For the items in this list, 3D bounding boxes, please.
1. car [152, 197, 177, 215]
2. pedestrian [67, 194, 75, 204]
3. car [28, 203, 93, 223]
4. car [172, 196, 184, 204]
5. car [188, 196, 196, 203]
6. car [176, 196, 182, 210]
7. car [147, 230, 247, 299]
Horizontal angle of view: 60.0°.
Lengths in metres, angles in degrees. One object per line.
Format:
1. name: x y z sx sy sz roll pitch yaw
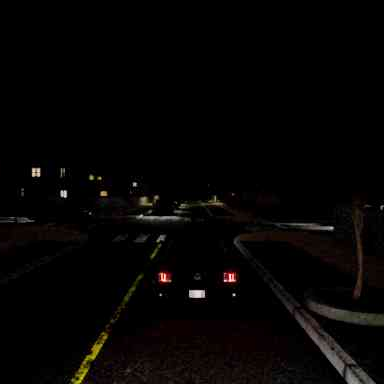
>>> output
1. car: -2.879 1.547 34.138 1.837 1.490 4.892 0 0 1
2. pedestrian: -9.631 1.046 26.420 0.375 1.860 0.375 0 -2 0
3. car: -9.200 1.430 23.504 4.181 1.385 1.994 1 -1 0
4. car: -2.767 1.650 68.071 2.128 1.511 4.902 0 0 0
5. car: -0.006 1.695 75.456 1.837 1.490 4.892 0 0 0
6. car: -2.849 1.420 44.234 2.097 1.767 4.553 0 0 0
7. car: 0.098 1.606 8.391 1.895 1.301 4.718 0 0 0
